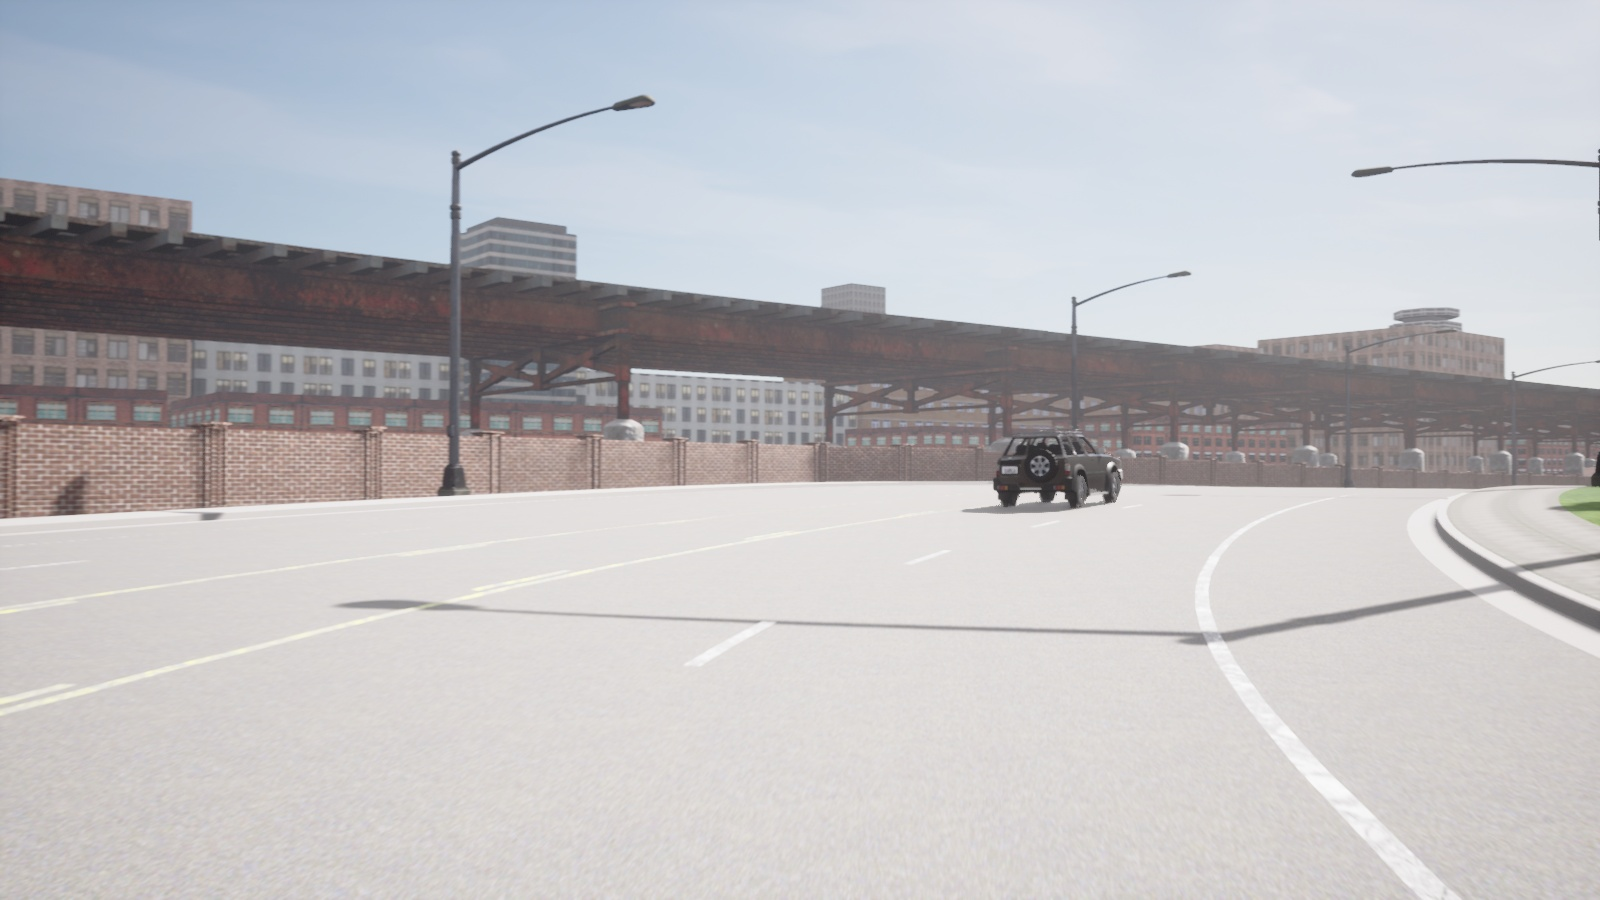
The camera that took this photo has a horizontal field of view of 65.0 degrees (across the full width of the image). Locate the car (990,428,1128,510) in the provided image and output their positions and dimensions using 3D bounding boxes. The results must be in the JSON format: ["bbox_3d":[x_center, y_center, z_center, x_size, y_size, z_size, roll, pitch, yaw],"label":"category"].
[{"bbox_3d":[6.412,0.429,30.689,1.932,1.855,4.605,-1,0,30],"label":"car"}]
